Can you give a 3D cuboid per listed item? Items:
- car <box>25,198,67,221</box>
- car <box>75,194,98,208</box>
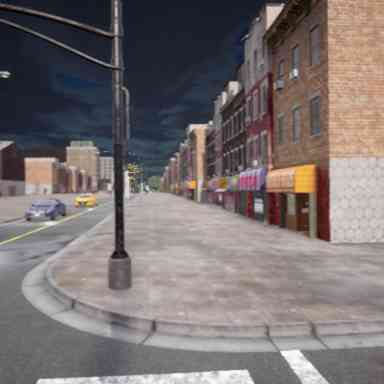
[{"bbox_3d":[-10.391,1.200,24.020,1.812,1.442,4.674,-1,1,-7],"label":"car"},{"bbox_3d":[-12.148,0.939,38.494,1.882,1.535,5.008,-1,1,-7],"label":"car"}]
